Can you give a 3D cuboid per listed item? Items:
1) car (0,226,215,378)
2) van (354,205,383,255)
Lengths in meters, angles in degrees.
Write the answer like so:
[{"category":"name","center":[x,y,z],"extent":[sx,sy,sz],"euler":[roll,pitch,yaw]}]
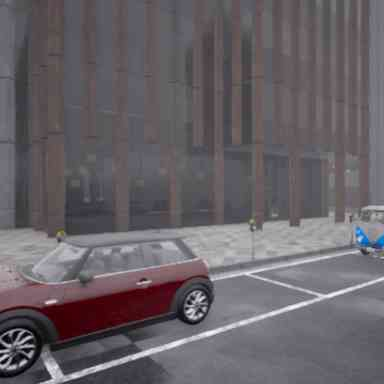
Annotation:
[{"category":"car","center":[-1.661,1.443,5.467],"extent":[4.097,1.590,1.967],"euler":[0,0,-35]},{"category":"van","center":[7.518,1.359,12.012],"extent":[3.998,1.788,1.690],"euler":[0,0,-35]}]
